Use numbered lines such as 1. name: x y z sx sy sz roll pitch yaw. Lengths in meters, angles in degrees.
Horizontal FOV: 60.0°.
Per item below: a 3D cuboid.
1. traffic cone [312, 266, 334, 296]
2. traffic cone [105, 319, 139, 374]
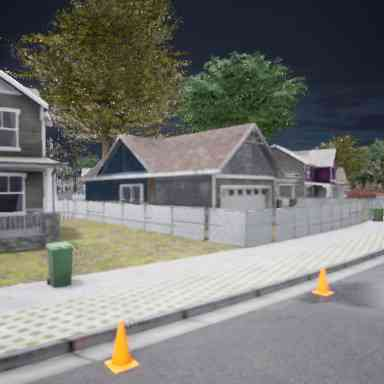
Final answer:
1. traffic cone: 2.911 1.947 7.388 0.340 0.580 0.340 0 0 -40
2. traffic cone: -0.917 1.966 4.356 0.340 0.580 0.340 0 0 -37
